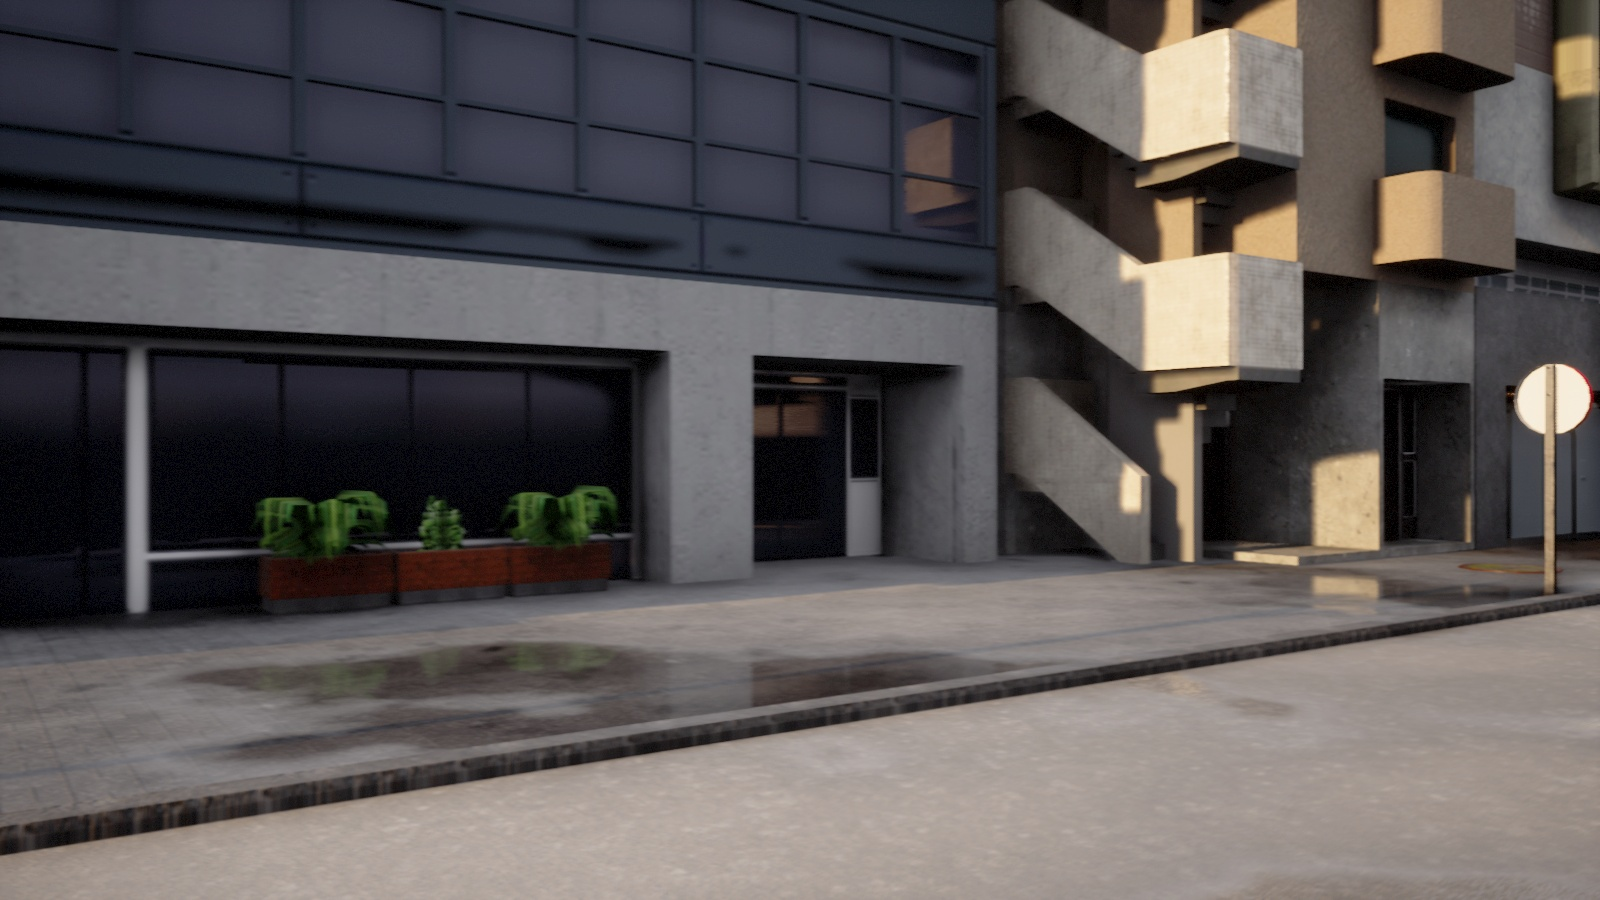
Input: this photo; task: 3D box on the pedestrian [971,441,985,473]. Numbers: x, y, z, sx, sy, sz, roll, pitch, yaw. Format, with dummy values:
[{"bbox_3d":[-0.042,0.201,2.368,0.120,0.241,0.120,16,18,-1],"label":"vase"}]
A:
[{"bbox_3d":[10.257,0.408,72.476,0.402,1.842,0.726,0,0,-36],"label":"pedestrian"}]
